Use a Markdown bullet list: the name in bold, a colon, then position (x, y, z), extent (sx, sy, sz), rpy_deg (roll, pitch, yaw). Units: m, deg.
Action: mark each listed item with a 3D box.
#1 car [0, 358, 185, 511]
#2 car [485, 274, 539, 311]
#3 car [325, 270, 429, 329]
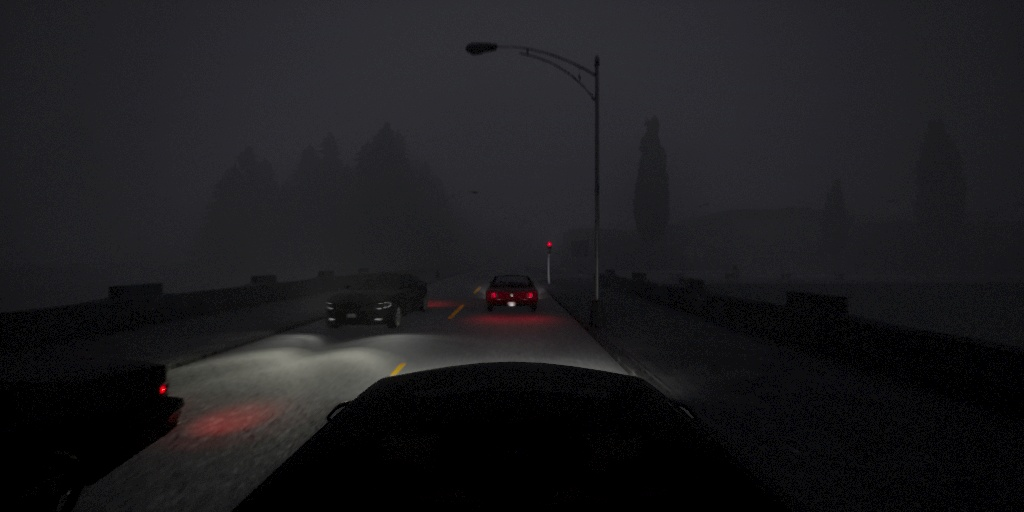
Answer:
- **car**: position (-4.100, 1.295, 1.042), extent (2.033, 1.411, 5.357), rpy_deg (0, 0, 0)
- **car**: position (-0.003, 1.390, 14.590), extent (1.895, 1.301, 4.718), rpy_deg (0, 0, 0)
- **car**: position (-4.087, 1.257, 11.639), extent (1.882, 1.535, 5.008), rpy_deg (0, 0, 0)
